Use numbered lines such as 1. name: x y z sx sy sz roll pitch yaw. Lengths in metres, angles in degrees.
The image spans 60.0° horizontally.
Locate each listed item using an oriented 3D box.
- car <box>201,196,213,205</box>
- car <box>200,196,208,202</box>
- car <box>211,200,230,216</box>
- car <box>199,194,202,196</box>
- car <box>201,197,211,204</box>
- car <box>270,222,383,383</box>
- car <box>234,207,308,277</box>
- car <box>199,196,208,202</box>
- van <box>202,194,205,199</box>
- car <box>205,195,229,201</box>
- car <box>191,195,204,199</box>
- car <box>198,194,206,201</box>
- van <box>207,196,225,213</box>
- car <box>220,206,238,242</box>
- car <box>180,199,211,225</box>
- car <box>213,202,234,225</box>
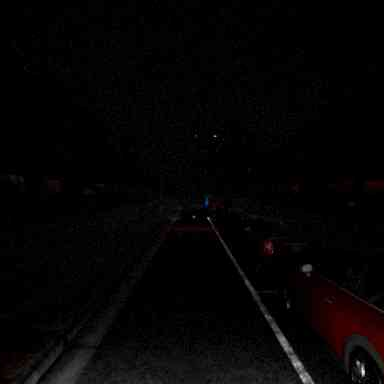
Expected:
1. car: 2.727 1.525 60.270 1.967 1.590 4.097 0 0 0
2. car: 2.751 1.635 77.077 1.752 1.417 4.829 0 0 0
3. car: 2.678 1.613 26.995 1.947 1.339 4.313 0 0 0
4. car: 2.719 1.394 54.724 2.192 1.841 5.009 0 0 0
5. car: 2.736 1.636 65.816 1.887 1.381 4.507 0 0 0
6. car: 2.644 1.453 4.809 1.967 1.590 4.097 0 0 0
7. car: 2.653 1.464 10.356 1.967 1.590 4.097 0 0 0
8. car: 2.759 1.675 82.451 2.008 1.369 4.403 0 0 0
9. van: 2.711 1.414 49.178 1.690 1.788 3.998 0 0 0
10. car: 2.686 1.368 32.541 2.192 1.841 5.009 0 0 0
11. car: 0.161 1.541 41.793 1.882 1.535 5.008 0 0 0
12. car: 2.775 1.469 93.543 2.192 1.841 5.009 0 0 0
13. van: 2.695 1.401 38.087 1.690 1.788 3.998 0 0 0
14. car: 2.662 1.585 15.904 2.008 1.369 4.403 0 0 0
15. car: 0.135 1.522 24.776 1.882 1.535 5.008 0 0 0
16. car: 2.670 1.591 21.449 2.008 1.369 4.403 0 0 0
